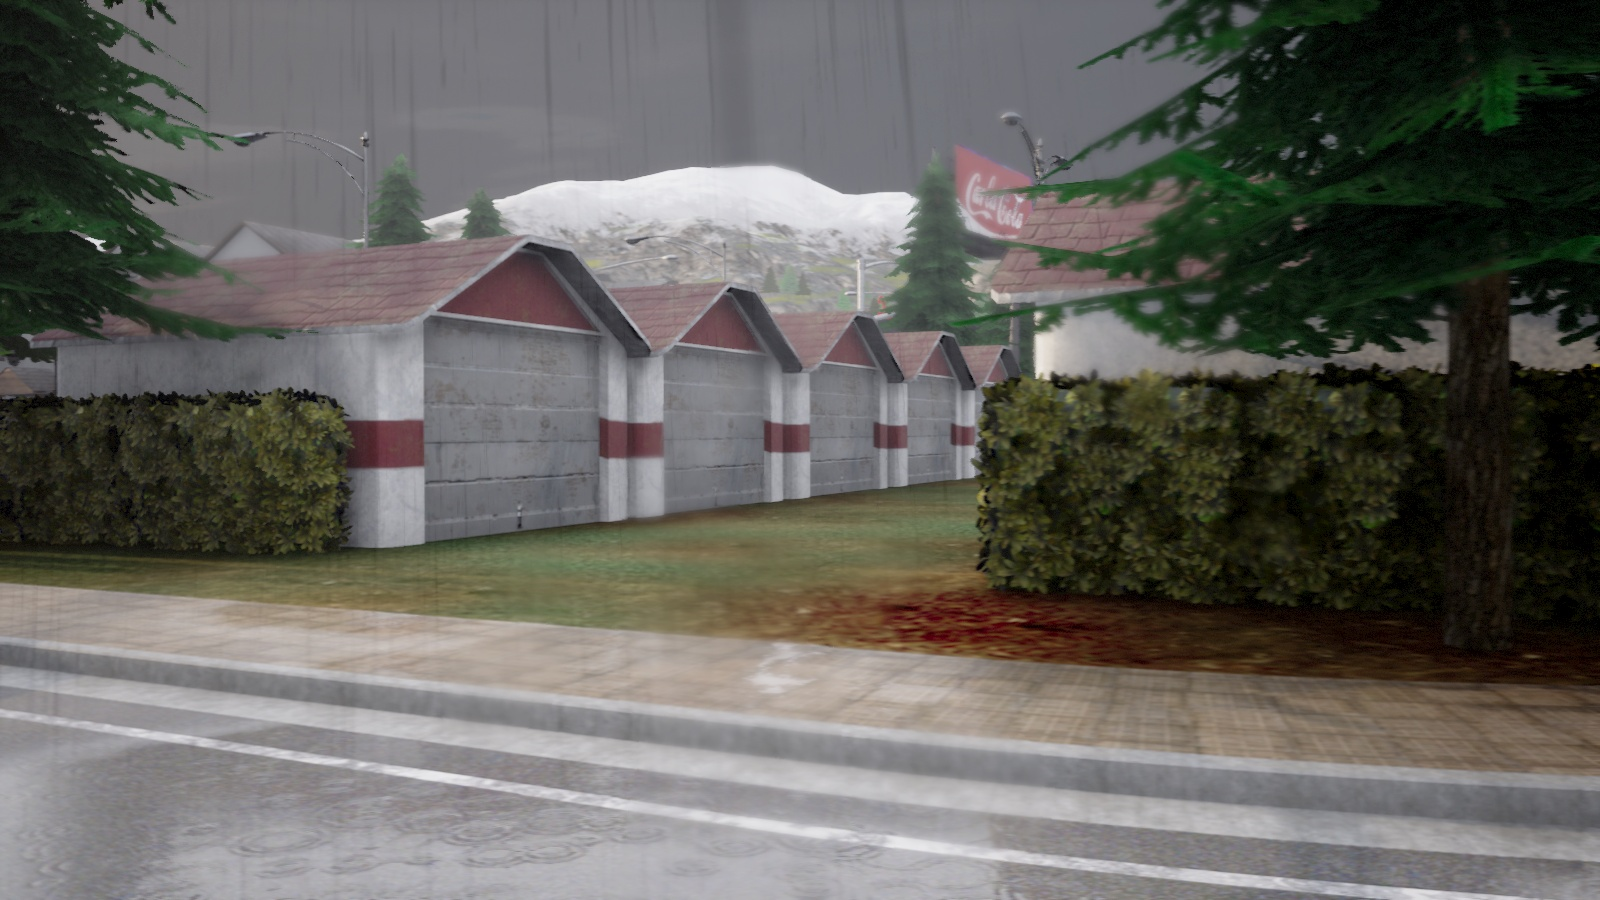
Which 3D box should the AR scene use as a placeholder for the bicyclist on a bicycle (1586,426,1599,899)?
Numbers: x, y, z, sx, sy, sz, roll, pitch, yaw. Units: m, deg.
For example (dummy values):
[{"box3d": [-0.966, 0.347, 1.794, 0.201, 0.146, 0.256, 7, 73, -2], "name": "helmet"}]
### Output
[{"box3d": [2.652, 0.755, 2.585, 1.656, 1.620, 0.582, 0, 0, 9], "name": "bicyclist on a bicycle"}]
